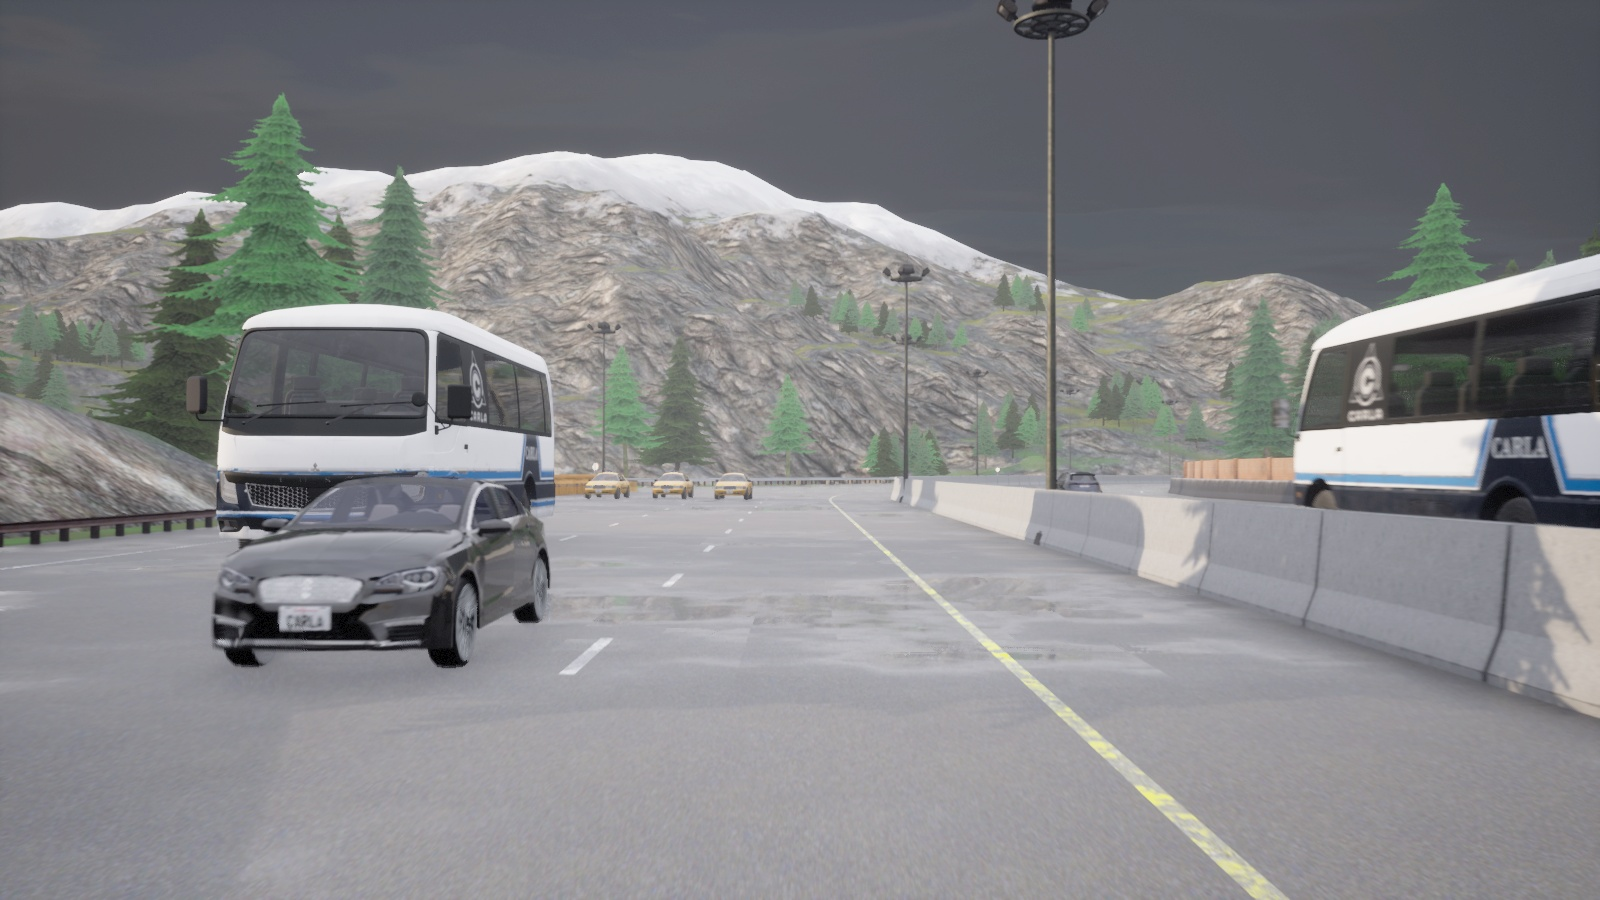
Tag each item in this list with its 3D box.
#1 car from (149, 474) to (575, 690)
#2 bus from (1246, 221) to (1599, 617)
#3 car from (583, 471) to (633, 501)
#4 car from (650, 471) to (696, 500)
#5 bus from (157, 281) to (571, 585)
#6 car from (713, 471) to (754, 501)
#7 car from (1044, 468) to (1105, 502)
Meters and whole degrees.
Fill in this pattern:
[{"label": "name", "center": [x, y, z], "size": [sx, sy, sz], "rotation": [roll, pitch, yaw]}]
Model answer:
[{"label": "car", "center": [-3.528, 0.976, 11.301], "size": [2.128, 1.511, 4.902], "rotation": [0, -1, 0]}, {"label": "bus", "center": [10.449, -0.291, 18.634], "size": [3.944, 4.253, 10.273], "rotation": [0, -1, 0]}, {"label": "car", "center": [-10.553, 1.958, 69.361], "size": [1.801, 1.575, 5.366], "rotation": [0, -1, 2]}, {"label": "car", "center": [-7.025, 1.957, 70.118], "size": [1.801, 1.575, 5.366], "rotation": [0, -1, 2]}, {"label": "bus", "center": [-7.061, -0.152, 22.769], "size": [3.944, 4.253, 10.273], "rotation": [0, -1, 0]}, {"label": "car", "center": [-3.577, 1.916, 68.472], "size": [1.801, 1.575, 5.366], "rotation": [0, -1, 2]}, {"label": "car", "center": [13.854, 1.755, 63.588], "size": [2.033, 1.649, 4.856], "rotation": [0, -1, 0]}]
